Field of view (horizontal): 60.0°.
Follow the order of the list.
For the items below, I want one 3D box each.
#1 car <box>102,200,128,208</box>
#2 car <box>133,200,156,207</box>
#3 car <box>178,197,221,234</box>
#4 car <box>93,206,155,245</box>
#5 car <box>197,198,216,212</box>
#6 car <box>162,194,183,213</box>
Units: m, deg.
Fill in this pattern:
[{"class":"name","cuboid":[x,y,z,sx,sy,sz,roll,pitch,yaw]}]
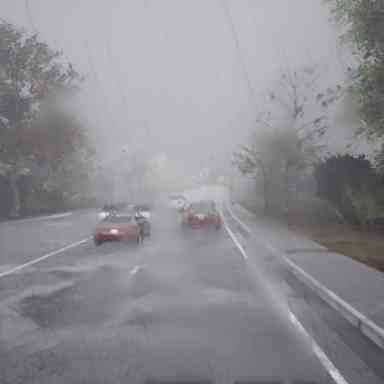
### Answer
[{"class":"car","cuboid":[-9.010,1.613,39.126,1.895,1.301,4.718,0,0,4]},{"class":"car","cuboid":[-5.524,1.616,38.819,1.895,1.301,4.718,0,0,4]},{"class":"car","cuboid":[0.561,1.363,19.591,2.097,1.767,4.553,0,0,2]},{"class":"car","cuboid":[-3.094,1.569,15.522,1.994,1.385,4.181,0,0,2]},{"class":"car","cuboid":[1.821,1.514,40.448,2.128,1.511,4.902,0,0,4]},{"class":"car","cuboid":[-1.938,1.239,37.216,2.150,2.045,5.566,0,0,4]}]
